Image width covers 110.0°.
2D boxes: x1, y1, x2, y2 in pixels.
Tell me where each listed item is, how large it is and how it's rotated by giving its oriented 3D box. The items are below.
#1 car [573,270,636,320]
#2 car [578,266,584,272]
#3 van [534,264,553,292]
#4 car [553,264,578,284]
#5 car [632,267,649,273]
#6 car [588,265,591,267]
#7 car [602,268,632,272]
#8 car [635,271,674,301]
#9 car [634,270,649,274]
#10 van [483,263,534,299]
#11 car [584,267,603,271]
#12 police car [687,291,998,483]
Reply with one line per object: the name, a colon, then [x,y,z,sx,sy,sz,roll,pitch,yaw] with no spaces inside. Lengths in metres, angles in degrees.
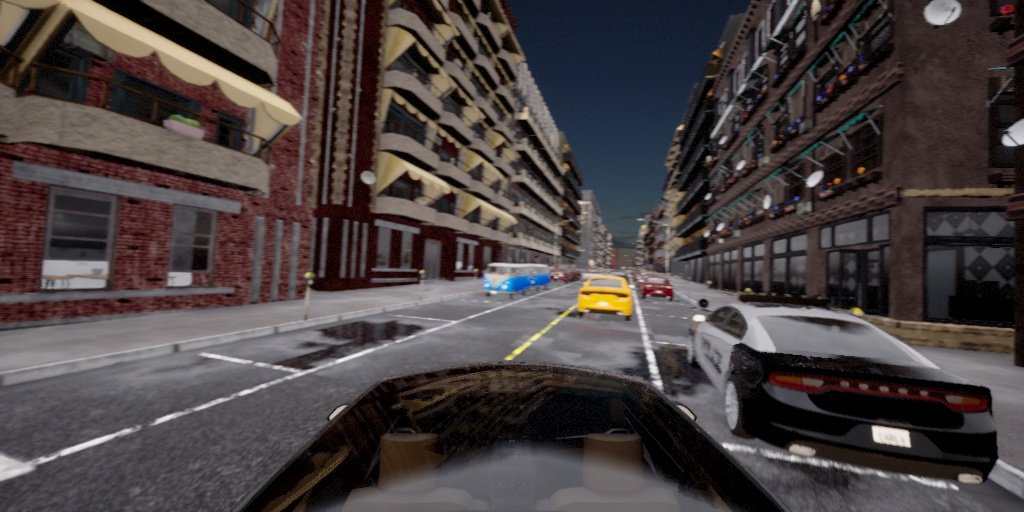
car: [3.880,1.548,14.620,1.882,1.535,5.008,2,-1,18]
car: [6.463,1.840,40.523,2.192,1.841,5.009,0,0,18]
van: [1.406,1.436,24.729,1.690,1.789,3.998,0,0,18]
car: [4.777,1.695,35.259,2.192,1.841,5.009,0,0,18]
car: [12.266,2.109,32.790,1.967,1.591,4.097,0,0,18]
car: [9.835,2.384,51.055,1.948,1.339,4.313,0,0,18]
car: [9.098,1.985,30.917,1.882,1.535,5.008,2,-1,18]
car: [8.887,1.929,22.261,1.888,1.381,4.507,0,0,18]
car: [10.572,2.070,27.526,1.888,1.381,4.507,0,0,18]
van: [-0.280,1.295,19.462,1.690,1.789,3.998,0,0,18]
car: [8.997,2.228,40.074,1.895,1.301,4.718,2,-1,18]
police car: [4.017,1.390,5.513,1.930,1.638,5.238,2,-1,18]
